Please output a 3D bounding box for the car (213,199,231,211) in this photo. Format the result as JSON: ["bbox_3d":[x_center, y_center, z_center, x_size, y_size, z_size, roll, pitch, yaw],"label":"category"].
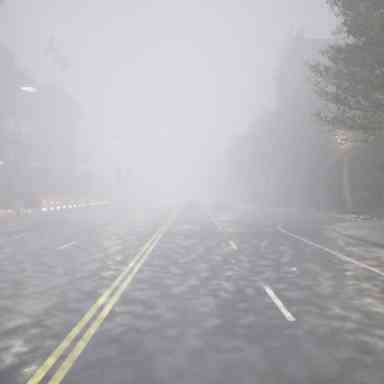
[{"bbox_3d":[3.599,1.558,40.294,1.994,1.385,4.181,0,0,0],"label":"car"}]

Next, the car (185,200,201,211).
[{"bbox_3d":[0.100,1.594,40.363,1.895,1.301,4.718,0,0,0],"label":"car"}]
